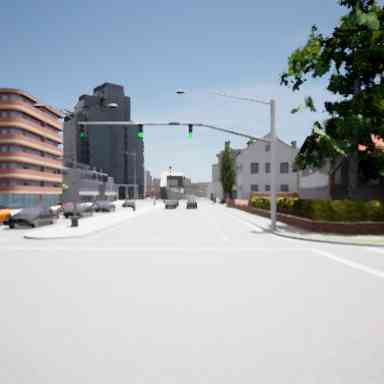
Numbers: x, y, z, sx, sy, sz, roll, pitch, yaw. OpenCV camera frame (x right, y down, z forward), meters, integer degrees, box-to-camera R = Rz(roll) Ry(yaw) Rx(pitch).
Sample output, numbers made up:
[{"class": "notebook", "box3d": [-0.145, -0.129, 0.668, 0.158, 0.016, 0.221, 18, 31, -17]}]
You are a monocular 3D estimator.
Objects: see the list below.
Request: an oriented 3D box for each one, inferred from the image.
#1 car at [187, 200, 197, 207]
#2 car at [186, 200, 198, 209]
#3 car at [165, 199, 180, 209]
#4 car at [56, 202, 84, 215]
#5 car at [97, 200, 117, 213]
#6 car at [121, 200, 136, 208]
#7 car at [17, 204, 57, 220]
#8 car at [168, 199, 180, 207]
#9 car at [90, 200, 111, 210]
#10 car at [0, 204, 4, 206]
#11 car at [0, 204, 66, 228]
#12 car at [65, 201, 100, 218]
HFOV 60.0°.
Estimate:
[{"class": "car", "box3d": [-0.019, 2.292, 66.189, 1.994, 1.385, 4.181, 0, -1, 0]}, {"class": "car", "box3d": [-0.016, 2.093, 55.774, 1.882, 1.535, 5.008, 0, -1, 0]}, {"class": "car", "box3d": [-3.516, 2.107, 55.772, 2.128, 1.511, 4.902, 0, -1, 0]}, {"class": "car", "box3d": [-15.096, 1.984, 41.422, 1.812, 1.442, 4.674, 0, -1, 0]}, {"class": "car", "box3d": [-11.586, 2.046, 45.056, 2.033, 1.411, 5.357, 0, -1, 0]}, {"class": "car", "box3d": [-11.524, 2.236, 60.697, 1.994, 1.385, 4.181, 0, -1, 0]}, {"class": "car", "box3d": [-15.104, 1.925, 32.704, 1.994, 1.385, 4.181, 0, -1, 0]}, {"class": "car", "box3d": [-3.519, 2.222, 66.189, 2.128, 1.511, 4.902, 0, -1, 0]}, {"class": "car", "box3d": [-15.031, 2.097, 54.753, 2.128, 1.511, 4.902, 0, -1, 0]}, {"class": "car", "box3d": [-15.100, 1.619, 24.075, 2.097, 1.767, 4.553, 0, -1, 0]}, {"class": "car", "box3d": [-11.601, 1.821, 24.617, 2.033, 1.411, 5.357, 0, -1, 0]}, {"class": "car", "box3d": [-11.601, 1.932, 34.689, 2.033, 1.411, 5.357, 0, -1, 0]}]
